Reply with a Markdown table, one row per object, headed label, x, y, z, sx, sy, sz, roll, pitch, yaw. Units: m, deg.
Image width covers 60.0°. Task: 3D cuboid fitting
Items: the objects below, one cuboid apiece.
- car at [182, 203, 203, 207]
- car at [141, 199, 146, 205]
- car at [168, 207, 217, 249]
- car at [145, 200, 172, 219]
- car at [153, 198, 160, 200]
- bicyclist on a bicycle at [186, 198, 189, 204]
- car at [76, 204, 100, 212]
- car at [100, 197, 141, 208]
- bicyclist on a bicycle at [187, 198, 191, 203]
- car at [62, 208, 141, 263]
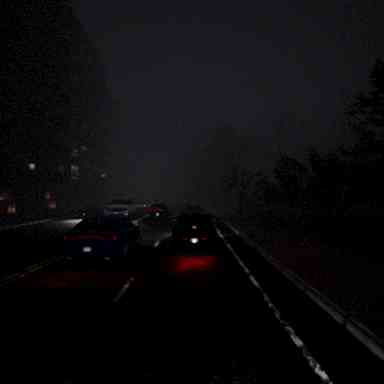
| label | x | y | z | sx | sy | sz | roll | pitch | yaw |
| --- | --- | --- | --- | --- | --- | --- | --- | --- | --- |
| car | 0.083 | 1.810 | 32.782 | 2.128 | 1.511 | 4.902 | 0 | -1 | 0 |
| car | -11.105 | 2.266 | 73.475 | 1.994 | 1.385 | 4.181 | 0 | -1 | -3 |
| car | 0.097 | 1.652 | 15.309 | 1.837 | 1.490 | 4.892 | 0 | -1 | 0 |
| car | -3.167 | 1.825 | 32.906 | 1.837 | 1.490 | 4.892 | 0 | -1 | 0 |
| car | -7.810 | 2.206 | 72.862 | 1.837 | 1.490 | 4.892 | 0 | -1 | -3 |
| bicyclist on a bicycle | -1.052 | 2.245 | 82.460 | 0.582 | 1.620 | 1.656 | 0 | -1 | -4 |
| car | -9.867 | 1.880 | 32.439 | 1.994 | 1.385 | 4.181 | 0 | -1 | 0 |
| car | -6.610 | 1.527 | 31.449 | 2.150 | 2.045 | 5.566 | 0 | 0 | 0 |
| bicyclist on a bicycle | -0.433 | 2.161 | 73.407 | 0.582 | 1.620 | 1.656 | 0 | -1 | -4 |
| car | -3.156 | 1.598 | 12.499 | 1.882 | 1.535 | 5.008 | 0 | 0 | 0 |
